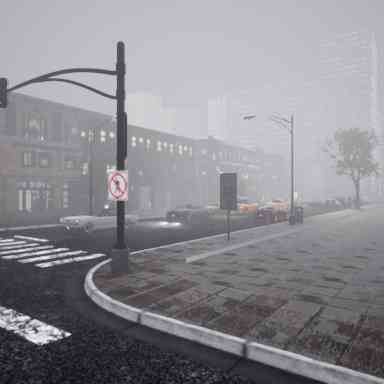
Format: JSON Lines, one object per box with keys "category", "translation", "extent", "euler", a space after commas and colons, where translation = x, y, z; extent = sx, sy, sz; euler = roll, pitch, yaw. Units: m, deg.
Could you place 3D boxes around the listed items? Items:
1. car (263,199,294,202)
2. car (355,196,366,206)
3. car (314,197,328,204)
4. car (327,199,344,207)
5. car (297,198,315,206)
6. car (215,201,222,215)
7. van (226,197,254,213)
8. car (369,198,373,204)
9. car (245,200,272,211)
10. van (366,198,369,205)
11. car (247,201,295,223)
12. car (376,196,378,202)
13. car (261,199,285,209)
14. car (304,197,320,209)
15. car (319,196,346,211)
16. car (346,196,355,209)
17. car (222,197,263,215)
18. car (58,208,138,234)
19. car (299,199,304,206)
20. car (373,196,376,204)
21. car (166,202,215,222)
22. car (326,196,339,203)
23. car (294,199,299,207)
{"category": "car", "translation": [11.386, 1.684, 44.094], "extent": [1.882, 1.535, 5.008], "euler": [0, 0, 36]}
{"category": "car", "translation": [28.690, 1.642, 58.738], "extent": [2.192, 1.841, 5.009], "euler": [0, -1, 35]}
{"category": "car", "translation": [28.185, 1.828, 72.596], "extent": [1.967, 1.590, 4.097], "euler": [0, -1, 35]}
{"category": "car", "translation": [25.097, 1.913, 58.118], "extent": [1.895, 1.301, 4.718], "euler": [0, 0, 35]}
{"category": "car", "translation": [21.833, 1.876, 63.553], "extent": [2.008, 1.369, 4.403], "euler": [0, -1, 35]}
{"category": "car", "translation": [2.676, 1.674, 36.283], "extent": [1.752, 1.417, 4.829], "euler": [0, 0, 35]}
{"category": "van", "translation": [5.950, 1.518, 40.945], "extent": [1.690, 1.788, 3.998], "euler": [0, 0, 35]}
{"category": "car", "translation": [35.043, 1.972, 67.778], "extent": [1.802, 1.307, 4.206], "euler": [0, -1, 35]}
{"category": "car", "translation": [9.127, 1.756, 45.466], "extent": [2.008, 1.369, 4.403], "euler": [0, 0, 35]}
{"category": "van", "translation": [31.867, 1.699, 63.259], "extent": [1.690, 1.788, 3.998], "euler": [0, -1, 35]}
{"category": "car", "translation": [6.499, 1.670, 27.055], "extent": [1.887, 1.381, 4.507], "euler": [0, 0, 35]}
{"category": "car", "translation": [41.396, 2.037, 76.822], "extent": [1.802, 1.307, 4.206], "euler": [0, -1, 35]}
{"category": "car", "translation": [12.205, 1.759, 49.848], "extent": [1.752, 1.417, 4.829], "euler": [0, -1, 35]}
{"category": "car", "translation": [18.534, 1.742, 48.776], "extent": [2.128, 1.511, 4.902], "euler": [0, 0, 35]}
{"category": "car", "translation": [19.161, 1.676, 45.172], "extent": [1.967, 1.590, 4.097], "euler": [0, -1, 35]}
{"category": "car", "translation": [22.337, 1.581, 49.694], "extent": [2.192, 1.841, 5.009], "euler": [0, -1, 35]}
{"category": "car", "translation": [5.515, 1.508, 35.794], "extent": [2.097, 1.767, 4.553], "euler": [0, 0, 35]}
{"category": "car", "translation": [-5.544, 1.668, 20.071], "extent": [1.895, 1.301, 4.718], "euler": [0, 0, 35]}
{"category": "car", "translation": [18.656, 1.846, 59.031], "extent": [2.008, 1.369, 4.403], "euler": [0, -1, 35]}
{"category": "car", "translation": [38.318, 1.948, 72.440], "extent": [1.752, 1.417, 4.829], "euler": [0, -1, 35]}
{"category": "car", "translation": [-0.293, 1.672, 27.530], "extent": [1.994, 1.385, 4.181], "euler": [0, 0, 36]}
{"category": "car", "translation": [34.538, 1.894, 81.640], "extent": [1.967, 1.590, 4.097], "euler": [0, -1, 35]}
{"category": "car", "translation": [15.480, 1.816, 54.509], "extent": [2.008, 1.369, 4.403], "euler": [0, -1, 35]}
